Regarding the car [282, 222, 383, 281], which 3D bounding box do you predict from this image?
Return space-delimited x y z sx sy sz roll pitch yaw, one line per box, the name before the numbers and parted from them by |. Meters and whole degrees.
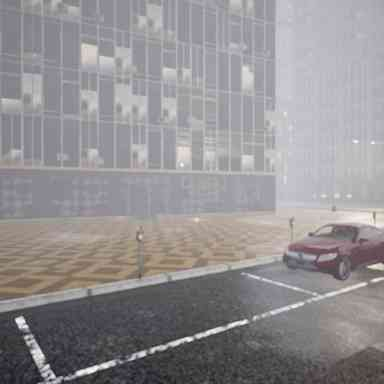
car | 4.476 1.570 9.759 4.206 1.307 1.802 0 0 -36
